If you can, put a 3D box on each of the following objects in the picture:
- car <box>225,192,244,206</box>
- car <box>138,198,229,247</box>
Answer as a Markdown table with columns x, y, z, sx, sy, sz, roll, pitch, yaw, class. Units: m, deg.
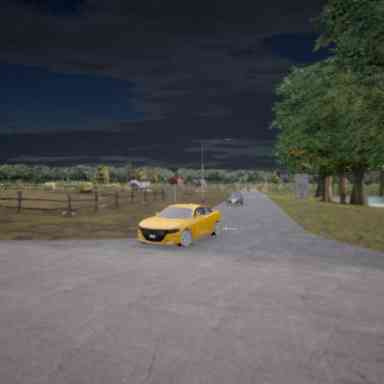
| x | y | z | sx | sy | sz | roll | pitch | yaw | class |
| --- | --- | --- | --- | --- | --- | --- | --- | --- | --- |
| 4.936 | 0.727 | 38.085 | 2.128 | 1.511 | 4.902 | 0 | 1 | 11 | car |
| -0.305 | 1.246 | 14.048 | 1.882 | 1.535 | 5.008 | 2 | 2 | 26 | car |
